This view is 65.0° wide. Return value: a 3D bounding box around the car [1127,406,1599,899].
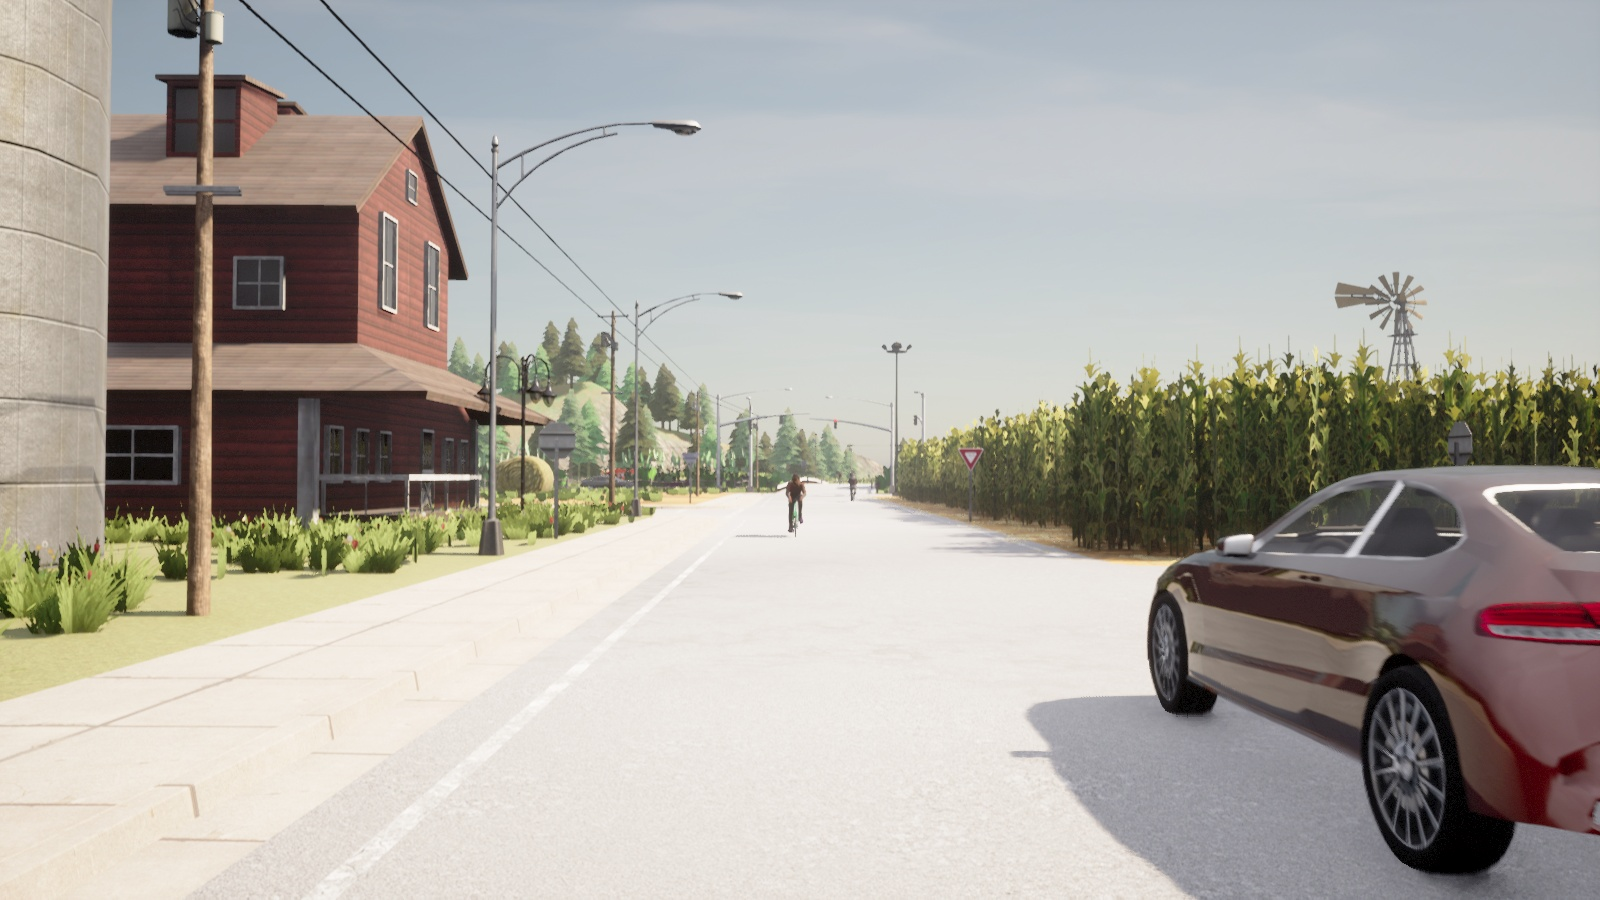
[{"bbox_3d":[3.477,0.723,6.646,2.152,1.651,5.027,0,-1,0],"label":"car"}]
